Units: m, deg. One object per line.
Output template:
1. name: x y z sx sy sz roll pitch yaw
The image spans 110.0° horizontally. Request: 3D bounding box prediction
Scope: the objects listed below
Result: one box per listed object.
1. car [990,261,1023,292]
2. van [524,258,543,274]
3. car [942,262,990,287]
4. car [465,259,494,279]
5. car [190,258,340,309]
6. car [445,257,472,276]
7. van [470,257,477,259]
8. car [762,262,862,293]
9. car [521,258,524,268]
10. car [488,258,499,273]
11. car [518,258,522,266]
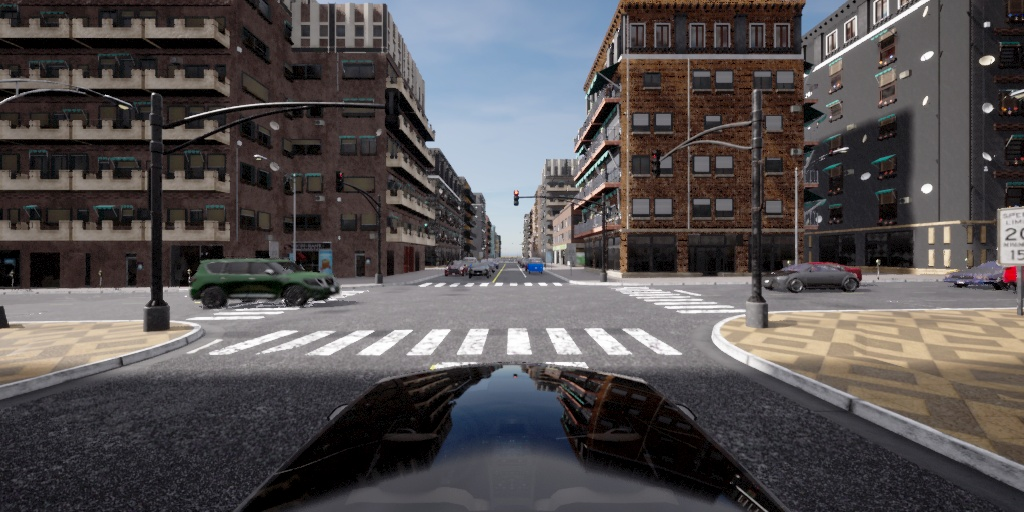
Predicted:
1. car: 25.024 0.610 15.502 5.566 2.045 2.150 -1 0 0
2. van: 2.613 1.081 40.849 1.690 1.789 3.998 0 0 0
3. car: 25.622 0.926 18.354 5.357 1.411 2.033 -1 0 0
4. car: -2.912 1.248 33.161 1.837 1.490 4.892 0 0 0
5. car: -10.489 1.115 15.415 5.566 2.045 2.150 -1 0 0
6. car: -5.515 1.182 35.872 1.967 1.591 4.097 0 0 0
7. van: -5.504 1.079 47.036 1.690 1.789 3.998 0 0 0
8. car: 15.026 1.088 18.325 4.181 1.385 1.994 -1 0 0
9. car: 2.565 1.284 47.053 1.888 1.381 4.507 0 0 0
10. car: -2.939 1.287 43.063 2.033 1.411 5.357 0 0 -1
11. car: 2.450 1.301 58.215 1.948 1.339 4.313 0 0 0
